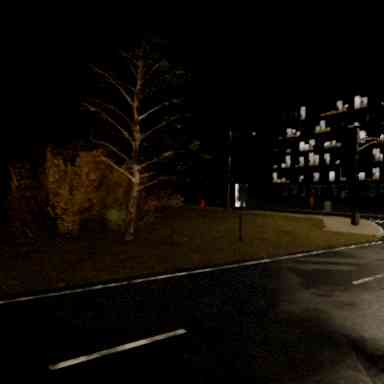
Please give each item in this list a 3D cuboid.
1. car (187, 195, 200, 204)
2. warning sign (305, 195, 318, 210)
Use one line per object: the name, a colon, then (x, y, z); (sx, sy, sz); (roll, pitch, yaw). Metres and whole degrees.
car: (-0.517, 1.285, 56.822); (1.994, 1.385, 4.181); (4, -1, -41)
warning sign: (15.335, 1.368, 42.648); (1.300, 1.860, 1.060); (2, -1, -40)
